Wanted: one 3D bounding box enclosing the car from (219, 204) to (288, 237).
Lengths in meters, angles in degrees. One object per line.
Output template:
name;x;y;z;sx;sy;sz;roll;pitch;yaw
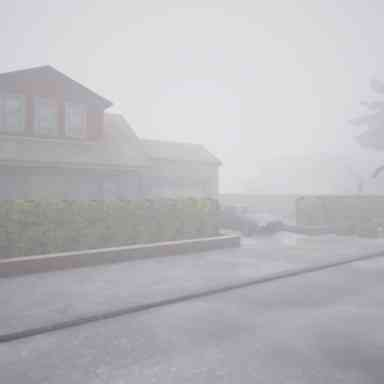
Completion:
car;2.311;1.345;17.042;2.033;1.415;5.357;0;0;-33
